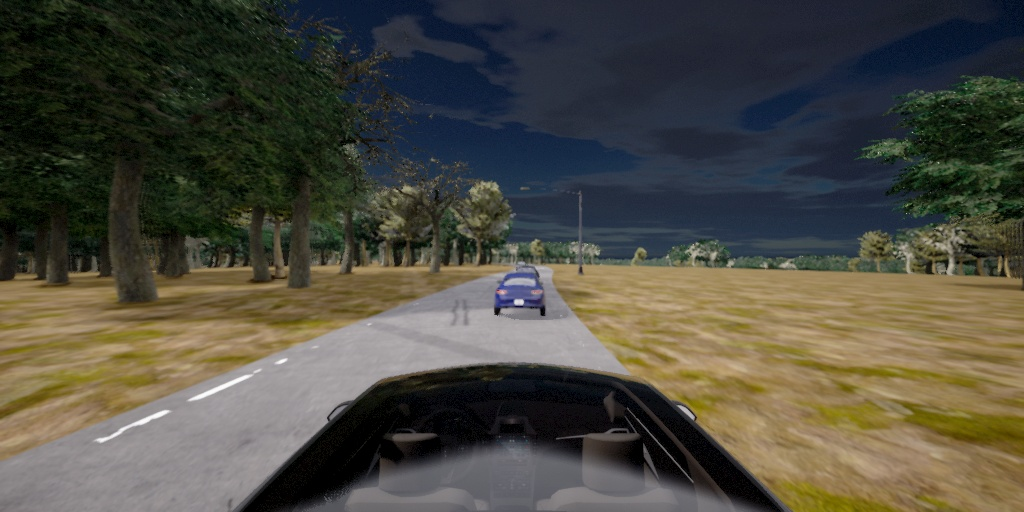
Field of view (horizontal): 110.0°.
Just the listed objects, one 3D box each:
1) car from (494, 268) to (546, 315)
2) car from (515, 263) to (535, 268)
[{"bbox_3d":[0.353,1.368,13.938,1.812,1.442,4.674,0,-1,3],"label":"car"},{"bbox_3d":[1.127,1.467,26.916,2.033,1.411,5.357,0,0,5],"label":"car"}]
